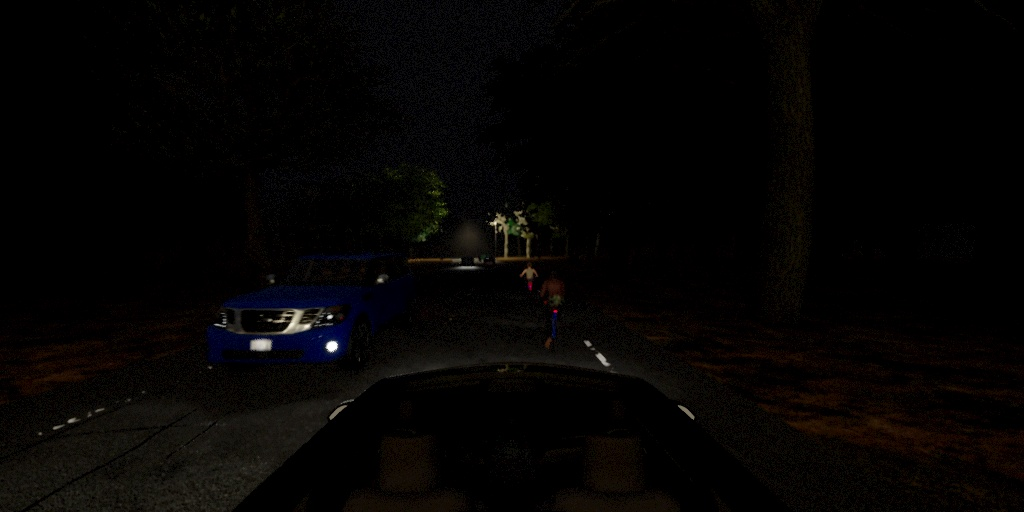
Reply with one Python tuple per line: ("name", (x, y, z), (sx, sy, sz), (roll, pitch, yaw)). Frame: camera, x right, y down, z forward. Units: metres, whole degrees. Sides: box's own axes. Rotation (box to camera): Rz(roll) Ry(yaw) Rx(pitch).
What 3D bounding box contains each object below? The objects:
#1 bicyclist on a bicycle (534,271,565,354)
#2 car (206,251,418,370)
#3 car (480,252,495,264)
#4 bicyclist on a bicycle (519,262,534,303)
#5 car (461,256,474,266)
("bicyclist on a bicycle", (0.885, 1.147, 7.620), (0.582, 1.620, 1.656), (0, 1, -1))
("car", (-3.689, 0.915, 7.960), (2.150, 2.045, 5.566), (0, 0, -1))
("car", (-4.017, 0.574, 63.198), (2.128, 1.511, 4.902), (0, 1, -7))
("bicyclist on a bicycle", (0.715, 1.059, 14.872), (0.866, 1.612, 1.509), (0, 1, -2))
("car", (-6.478, 0.717, 52.625), (2.128, 1.511, 4.902), (0, 1, -6))
